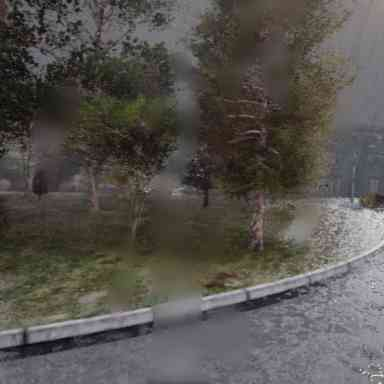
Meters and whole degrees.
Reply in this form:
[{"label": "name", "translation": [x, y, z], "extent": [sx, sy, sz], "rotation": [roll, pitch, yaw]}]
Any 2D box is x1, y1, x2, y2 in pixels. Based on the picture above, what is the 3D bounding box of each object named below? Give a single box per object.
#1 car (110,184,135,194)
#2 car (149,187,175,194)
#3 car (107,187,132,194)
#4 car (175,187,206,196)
[{"label": "car", "translation": [-16.308, -0.673, 77.769], "extent": [5.566, 2.045, 2.435], "rotation": [3, 0, -14]}, {"label": "car", "translation": [-5.003, -0.129, 54.362], "extent": [1.895, 1.301, 4.718], "rotation": [4, -4, -28]}, {"label": "car", "translation": [-16.593, -0.459, 74.819], "extent": [4.892, 1.521, 2.231], "rotation": [3, 0, -14]}, {"label": "car", "translation": [0.095, -0.093, 52.676], "extent": [1.837, 1.490, 4.892], "rotation": [3, 0, -43]}]
